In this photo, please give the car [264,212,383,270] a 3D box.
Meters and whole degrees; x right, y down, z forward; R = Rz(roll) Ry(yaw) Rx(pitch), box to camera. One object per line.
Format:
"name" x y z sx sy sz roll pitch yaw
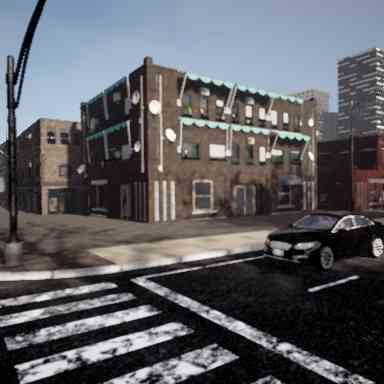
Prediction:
"car" 4.443 1.432 10.838 4.902 1.511 2.128 0 0 -35
